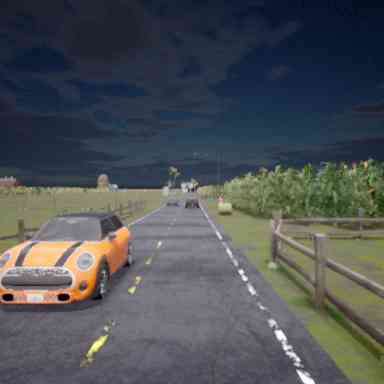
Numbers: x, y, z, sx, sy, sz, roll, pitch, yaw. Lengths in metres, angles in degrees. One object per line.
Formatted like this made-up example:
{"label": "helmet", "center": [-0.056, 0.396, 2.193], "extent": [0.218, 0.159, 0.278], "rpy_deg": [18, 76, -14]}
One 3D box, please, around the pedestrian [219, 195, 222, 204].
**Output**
{"label": "pedestrian", "center": [2.814, 1.207, 32.866], "extent": [0.375, 1.860, 0.375], "rpy_deg": [-1, 1, -5]}

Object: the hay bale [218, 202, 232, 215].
{"label": "hay bale", "center": [3.120, 1.574, 31.773], "extent": [1.220, 1.180, 1.240], "rpy_deg": [1, 1, 0]}

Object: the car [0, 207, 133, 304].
{"label": "car", "center": [-2.853, 1.332, 8.299], "extent": [2.097, 1.767, 4.553], "rpy_deg": [0, 0, 0]}

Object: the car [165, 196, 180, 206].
{"label": "car", "center": [-2.841, 1.365, 49.938], "extent": [1.837, 1.490, 4.892], "rpy_deg": [0, 1, 0]}

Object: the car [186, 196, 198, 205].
{"label": "car", "center": [-0.019, 1.439, 57.050], "extent": [1.895, 1.301, 4.718], "rpy_deg": [0, 0, 0]}

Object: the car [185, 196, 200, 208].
{"label": "car", "center": [0.036, 1.379, 45.274], "extent": [1.837, 1.490, 4.892], "rpy_deg": [0, -1, 1]}
